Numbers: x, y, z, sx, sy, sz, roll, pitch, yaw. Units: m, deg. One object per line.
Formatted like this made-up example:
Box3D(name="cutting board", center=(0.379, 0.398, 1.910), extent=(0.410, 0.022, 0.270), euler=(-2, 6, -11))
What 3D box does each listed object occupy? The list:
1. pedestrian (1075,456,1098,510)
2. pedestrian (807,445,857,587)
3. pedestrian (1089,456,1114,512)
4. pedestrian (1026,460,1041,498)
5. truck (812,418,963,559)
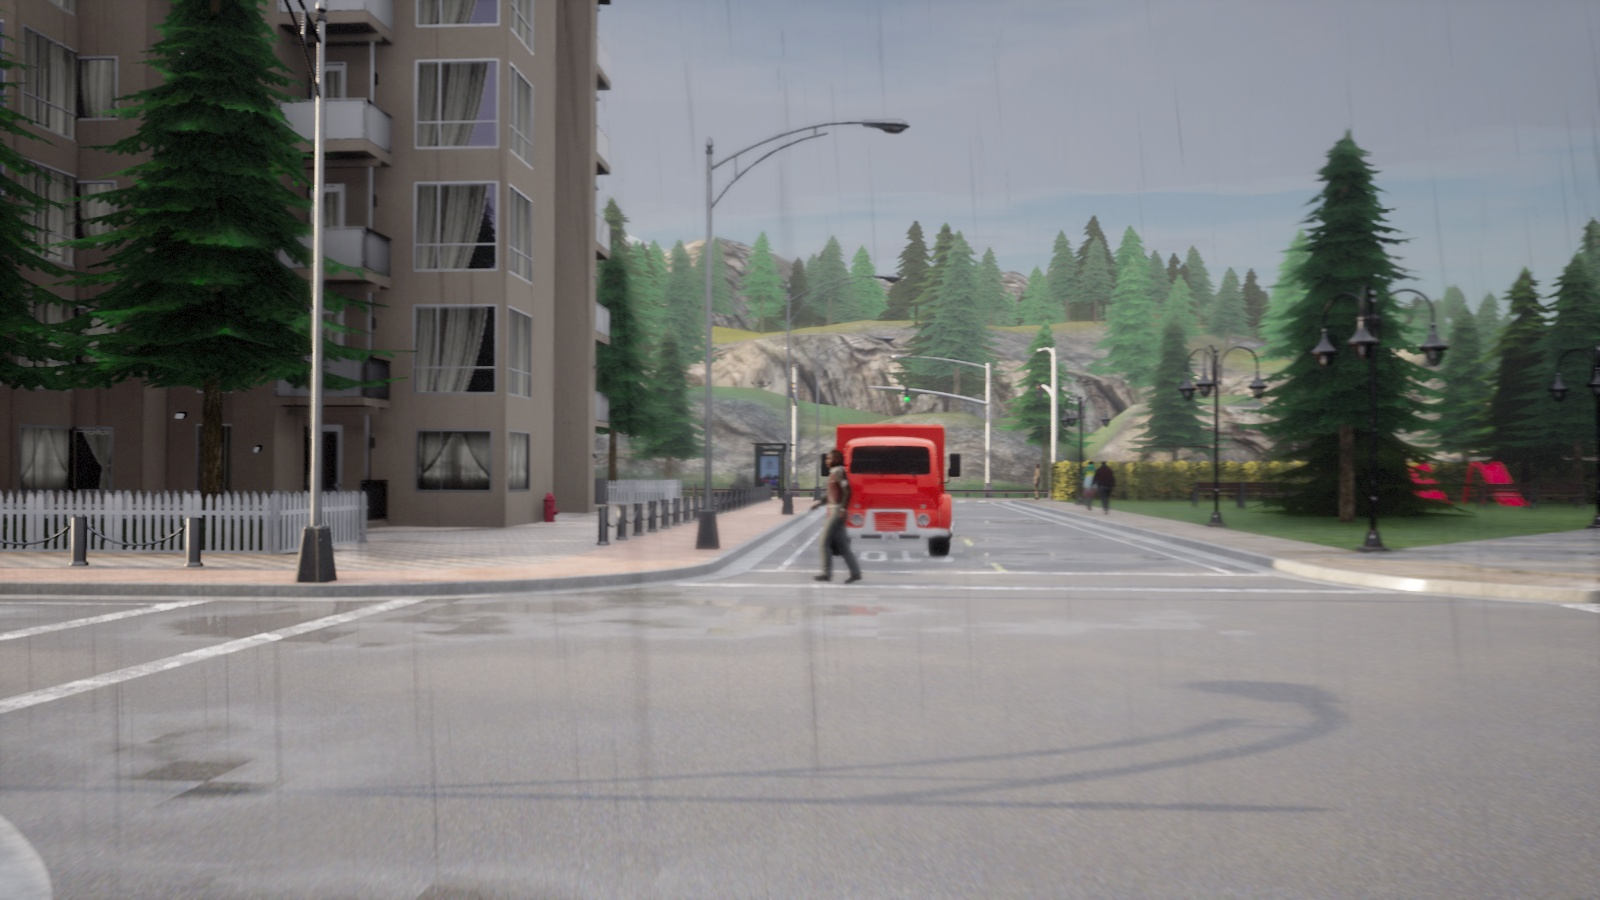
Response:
Box3D(name="pedestrian", center=(10.448, 1.193, 45.762), extent=(0.659, 1.952, 0.873), euler=(0, -1, 2))
Box3D(name="pedestrian", center=(0.449, 0.896, 17.264), extent=(0.666, 1.930, 0.402), euler=(0, -1, 3))
Box3D(name="pedestrian", center=(9.990, 1.126, 41.644), extent=(0.634, 1.844, 0.899), euler=(0, -1, 1))
Box3D(name="pedestrian", center=(11.856, 1.489, 63.831), extent=(0.692, 1.930, 0.396), euler=(-1, -1, 16))
Box3D(name="truck", center=(1.695, 0.735, 24.677), extent=(2.627, 2.467, 5.204), euler=(0, -1, 4))
